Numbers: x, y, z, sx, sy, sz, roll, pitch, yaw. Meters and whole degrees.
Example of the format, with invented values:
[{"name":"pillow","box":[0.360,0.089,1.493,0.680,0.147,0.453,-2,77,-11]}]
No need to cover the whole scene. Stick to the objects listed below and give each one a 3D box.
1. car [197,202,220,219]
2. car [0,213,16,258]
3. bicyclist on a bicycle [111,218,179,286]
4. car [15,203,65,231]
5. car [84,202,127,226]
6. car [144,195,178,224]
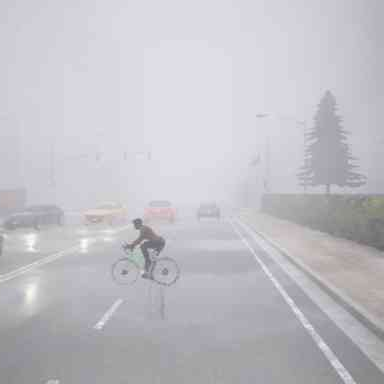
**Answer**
[{"name":"car","box":[1.438,1.563,29.066,1.994,1.385,4.181,0,0,3]},{"name":"car","box":[-6.777,1.505,8.314,1.837,1.490,4.892,0,0,3]},{"name":"bicyclist on a bicycle","box":[-1.124,1.451,7.931,1.656,1.620,0.582,-1,0,3]},{"name":"car","box":[-9.637,1.506,20.846,1.837,1.490,4.892,0,0,3]},{"name":"car","box":[-5.965,1.477,23.402,1.882,1.535,5.008,0,0,3]},{"name":"car","box":[-2.255,1.352,25.235,2.097,1.767,4.553,0,0,3]}]
